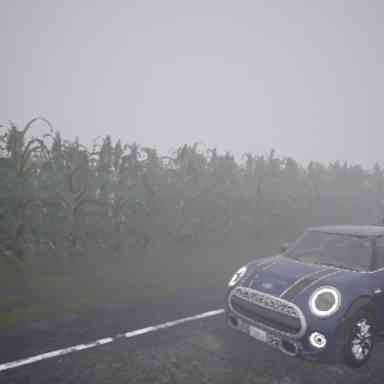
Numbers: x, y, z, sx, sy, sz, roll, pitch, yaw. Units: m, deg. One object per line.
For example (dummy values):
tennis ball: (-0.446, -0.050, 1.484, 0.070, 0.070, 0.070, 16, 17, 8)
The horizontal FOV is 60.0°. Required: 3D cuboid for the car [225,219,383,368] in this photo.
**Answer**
car: (2.753, 1.416, 5.971, 4.553, 1.767, 2.097, 1, -1, -36)
